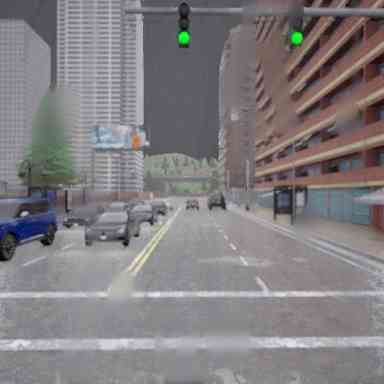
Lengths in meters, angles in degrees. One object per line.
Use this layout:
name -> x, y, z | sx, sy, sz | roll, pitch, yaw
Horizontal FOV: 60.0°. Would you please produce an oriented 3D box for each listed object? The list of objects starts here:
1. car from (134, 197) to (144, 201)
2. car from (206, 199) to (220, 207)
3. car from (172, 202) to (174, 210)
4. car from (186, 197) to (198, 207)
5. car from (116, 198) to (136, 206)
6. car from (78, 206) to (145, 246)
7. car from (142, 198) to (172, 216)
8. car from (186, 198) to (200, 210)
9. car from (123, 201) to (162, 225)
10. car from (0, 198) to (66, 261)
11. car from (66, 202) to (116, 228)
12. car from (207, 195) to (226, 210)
car -> -7.059, 1.507, 42.366 | 2.097, 1.767, 4.553 | 0, 0, 0
car -> 3.478, 1.836, 55.815 | 1.895, 1.301, 4.718 | 0, 0, 0
car -> -3.539, 1.699, 44.597 | 1.812, 1.442, 4.674 | 0, 0, 0
car -> -0.022, 1.706, 56.894 | 1.882, 1.535, 5.008 | 0, 0, 0
car -> -7.103, 1.645, 32.522 | 1.812, 1.442, 4.674 | 0, 0, 1
car -> -3.602, 1.596, 15.834 | 1.812, 1.442, 4.674 | 0, 0, 0
car -> -3.596, 1.685, 34.641 | 2.033, 1.411, 5.357 | 0, 0, 0
car -> 0.080, 1.741, 47.047 | 2.033, 1.411, 5.357 | 0, 0, 0
car -> -3.600, 1.629, 24.930 | 1.812, 1.442, 4.674 | 0, 0, 0
car -> -7.103, 1.270, 12.778 | 2.150, 2.045, 5.566 | 0, 0, 0
car -> -7.107, 1.633, 23.027 | 2.033, 1.411, 5.357 | 0, 0, 0
car -> 3.483, 1.423, 46.250 | 2.150, 2.045, 5.566 | 0, 0, 0
